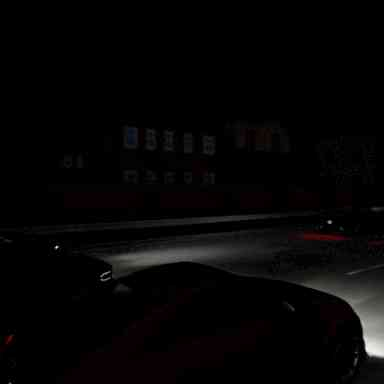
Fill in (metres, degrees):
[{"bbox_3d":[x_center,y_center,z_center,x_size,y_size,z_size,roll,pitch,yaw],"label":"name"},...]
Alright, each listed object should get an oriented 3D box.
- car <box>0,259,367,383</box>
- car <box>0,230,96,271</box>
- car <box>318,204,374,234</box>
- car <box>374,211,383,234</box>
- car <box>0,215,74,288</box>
[{"bbox_3d":[0.172,1.560,3.868,4.181,1.385,1.994,0,0,-35],"label":"car"},{"bbox_3d":[-3.753,1.478,5.368,5.008,1.535,1.882,0,0,-35],"label":"car"},{"bbox_3d":[9.273,1.443,18.956,5.008,1.535,1.882,0,0,-35],"label":"car"},{"bbox_3d":[11.296,1.513,16.100,5.357,1.411,2.033,0,0,-35],"label":"car"},{"bbox_3d":[-5.731,1.491,8.257,4.902,1.511,2.128,0,0,-36],"label":"car"}]
